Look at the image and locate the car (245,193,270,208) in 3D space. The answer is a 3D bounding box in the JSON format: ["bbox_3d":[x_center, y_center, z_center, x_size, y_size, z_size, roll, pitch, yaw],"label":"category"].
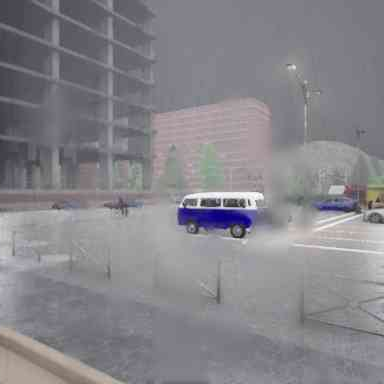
[{"bbox_3d":[11.034,1.393,56.156,2.128,1.511,4.902,0,0,35],"label":"car"}]

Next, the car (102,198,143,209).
[{"bbox_3d":[-8.435,1.436,40.868,2.033,1.411,5.357,0,0,35],"label":"car"}]

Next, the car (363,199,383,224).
[{"bbox_3d":[13.246,1.392,21.480,3.806,1.475,1.970,0,0,36],"label":"car"}]

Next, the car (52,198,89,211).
[{"bbox_3d":[-14.127,1.447,38.870,1.994,1.385,4.181,0,0,35],"label":"car"}]

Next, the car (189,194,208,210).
[{"bbox_3d":[2.251,1.387,49.692,2.128,1.511,4.902,0,0,36],"label":"car"}]

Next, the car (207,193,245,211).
[{"bbox_3d":[4.930,1.123,47.431,2.150,2.045,5.566,0,0,36],"label":"car"}]

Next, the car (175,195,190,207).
[{"bbox_3d":[-0.948,1.375,57.402,2.128,1.511,4.902,0,0,36],"label":"car"}]

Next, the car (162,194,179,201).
[{"bbox_3d":[-5.107,1.196,77.827,1.851,1.617,3.988,0,0,36],"label":"car"}]

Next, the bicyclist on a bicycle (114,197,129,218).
[{"bbox_3d":[-5.503,1.212,25.968,1.656,1.620,0.582,0,0,35],"label":"bicyclist on a bicycle"}]

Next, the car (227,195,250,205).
[{"bbox_3d":[8.174,1.373,58.173,1.882,1.535,5.008,0,0,35],"label":"car"}]

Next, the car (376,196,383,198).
[{"bbox_3d":[16.453,1.150,26.045,4.605,1.855,1.932,0,0,36],"label":"car"}]
